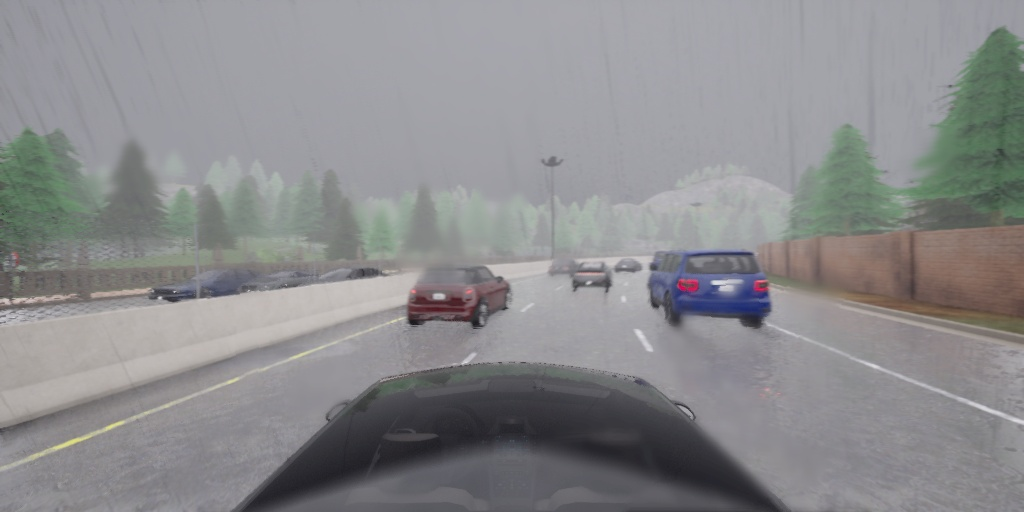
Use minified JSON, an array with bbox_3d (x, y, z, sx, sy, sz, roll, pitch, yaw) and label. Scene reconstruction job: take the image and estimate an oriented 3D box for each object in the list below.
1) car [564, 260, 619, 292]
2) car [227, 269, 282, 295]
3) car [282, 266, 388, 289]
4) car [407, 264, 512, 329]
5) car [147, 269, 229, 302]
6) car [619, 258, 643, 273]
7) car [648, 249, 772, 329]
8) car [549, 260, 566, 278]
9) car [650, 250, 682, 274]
[{"bbox_3d":[4.422,1.049,19.345,2.128,1.511,4.902,-1,0,18],"label":"car"},{"bbox_3d":[-10.902,1.359,17.513,1.994,1.385,4.181,-1,0,15],"label":"car"},{"bbox_3d":[-7.579,1.258,16.461,1.837,1.490,4.892,-1,0,15],"label":"car"},{"bbox_3d":[-1.429,1.052,11.377,2.097,1.767,4.553,-1,0,12],"label":"car"},{"bbox_3d":[-14.466,1.390,17.993,2.033,1.411,5.357,-1,0,15],"label":"car"},{"bbox_3d":[11.464,0.903,35.194,1.994,1.385,4.181,-1,0,29],"label":"car"},{"bbox_3d":[5.548,0.824,10.806,2.150,2.045,5.566,-1,0,13],"label":"car"},{"bbox_3d":[4.625,1.027,29.581,2.033,1.411,5.357,-1,0,25],"label":"car"},{"bbox_3d":[14.632,0.524,33.837,2.150,2.045,5.566,-1,0,29],"label":"car"}]
